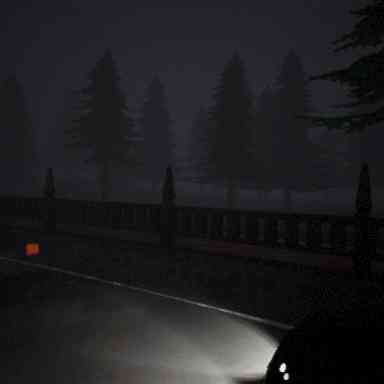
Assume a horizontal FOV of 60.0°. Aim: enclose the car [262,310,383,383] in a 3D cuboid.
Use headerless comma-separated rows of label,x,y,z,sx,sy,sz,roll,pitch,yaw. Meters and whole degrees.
car,2.645,1.586,2.351,4.181,1.385,1.994,2,1,36
